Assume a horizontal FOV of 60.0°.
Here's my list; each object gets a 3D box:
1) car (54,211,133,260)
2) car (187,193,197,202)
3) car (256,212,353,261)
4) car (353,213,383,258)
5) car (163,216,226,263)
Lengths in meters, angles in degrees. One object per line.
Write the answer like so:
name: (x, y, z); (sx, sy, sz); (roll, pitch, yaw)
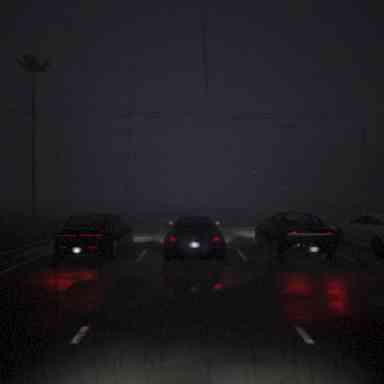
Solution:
car: (-3.412, 1.471, 12.298); (1.837, 1.490, 4.892); (0, 0, 0)
car: (0.022, 1.380, 68.158); (1.994, 1.385, 4.181); (0, 0, 0)
car: (3.589, 1.458, 12.176); (2.128, 1.511, 4.902); (0, 0, 0)
car: (7.090, 1.492, 12.442); (1.812, 1.442, 4.674); (0, 0, 0)
car: (0.086, 1.531, 11.826); (1.994, 1.385, 4.181); (0, 0, 0)
